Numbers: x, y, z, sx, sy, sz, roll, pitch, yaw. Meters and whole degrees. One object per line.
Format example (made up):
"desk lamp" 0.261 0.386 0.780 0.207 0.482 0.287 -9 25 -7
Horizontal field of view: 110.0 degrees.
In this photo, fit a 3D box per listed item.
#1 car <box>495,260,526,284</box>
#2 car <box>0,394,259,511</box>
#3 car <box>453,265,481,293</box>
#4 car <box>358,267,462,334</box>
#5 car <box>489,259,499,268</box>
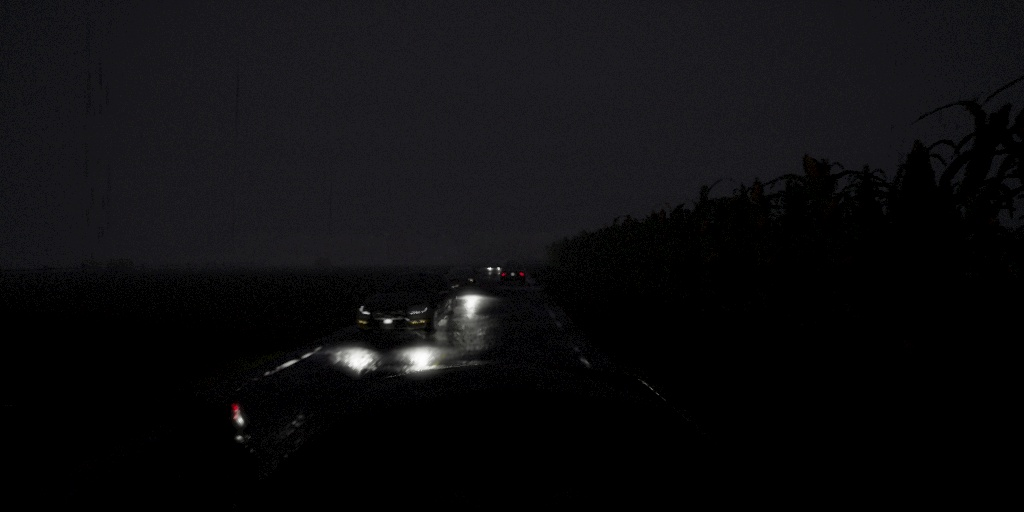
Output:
"car" 0.060 1.280 26.628 2.033 1.411 5.357 0 0 0
"car" -2.846 1.317 0.892 1.994 1.385 4.181 0 0 0
"car" -2.843 1.263 21.008 1.812 1.442 4.674 0 0 0
"car" -2.857 1.249 10.691 1.837 1.490 4.892 0 0 0
"car" -2.891 1.246 60.012 1.812 1.442 4.674 0 0 0
